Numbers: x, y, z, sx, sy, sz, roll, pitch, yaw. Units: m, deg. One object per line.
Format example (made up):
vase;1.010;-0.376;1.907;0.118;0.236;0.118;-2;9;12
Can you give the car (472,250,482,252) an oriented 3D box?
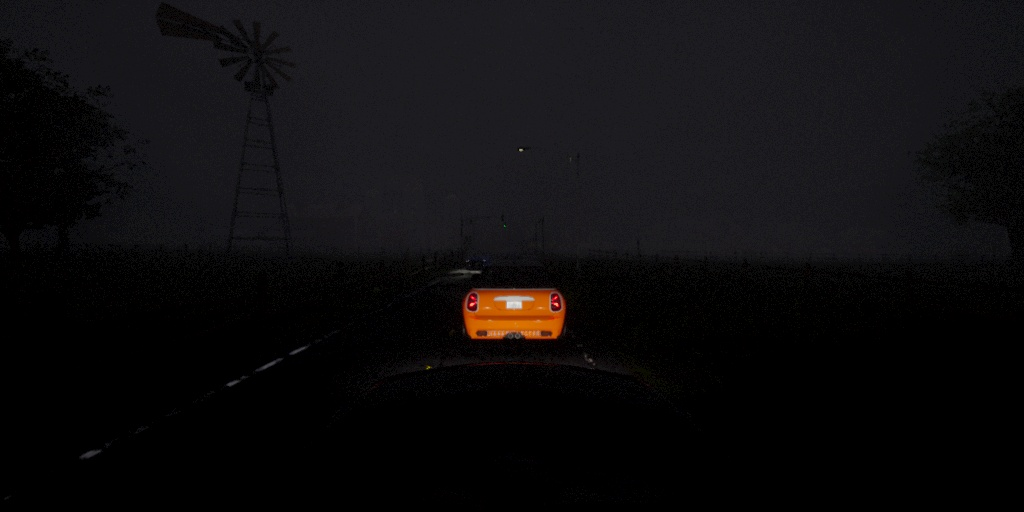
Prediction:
car;-2.850;0.263;31.110;1.882;1.535;5.008;0;2;0

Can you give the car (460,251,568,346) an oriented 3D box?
car;0.057;0.867;8.816;2.097;1.767;4.553;0;2;0
